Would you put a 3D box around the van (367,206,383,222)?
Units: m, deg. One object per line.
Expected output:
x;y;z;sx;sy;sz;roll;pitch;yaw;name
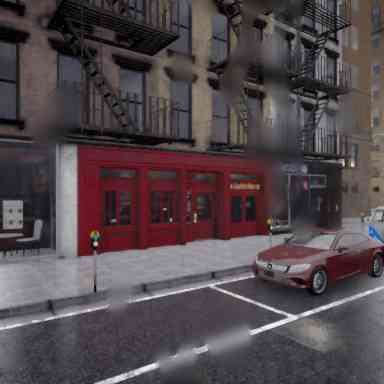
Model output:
7.832;1.340;11.747;3.998;1.788;1.690;0;0;-35;van

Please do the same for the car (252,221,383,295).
3.424;1.581;8.618;4.206;1.307;1.802;0;0;-35;car
